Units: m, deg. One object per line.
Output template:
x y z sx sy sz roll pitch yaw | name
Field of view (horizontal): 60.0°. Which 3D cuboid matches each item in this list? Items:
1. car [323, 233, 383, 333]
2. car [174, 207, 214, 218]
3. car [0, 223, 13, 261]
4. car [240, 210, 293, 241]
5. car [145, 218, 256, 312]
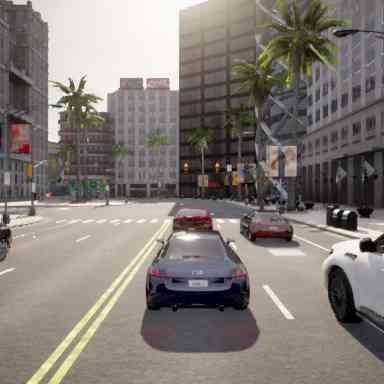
3.617 1.224 3.991 2.150 2.045 5.566 0 0 -1 | car
0.090 1.478 16.799 1.882 1.535 5.008 0 0 2 | car
-7.078 1.491 9.452 2.128 1.511 4.902 0 0 0 | car
3.597 1.564 16.678 1.994 1.385 4.181 0 0 0 | car
0.089 1.562 7.813 1.994 1.385 4.181 0 0 -1 | car
